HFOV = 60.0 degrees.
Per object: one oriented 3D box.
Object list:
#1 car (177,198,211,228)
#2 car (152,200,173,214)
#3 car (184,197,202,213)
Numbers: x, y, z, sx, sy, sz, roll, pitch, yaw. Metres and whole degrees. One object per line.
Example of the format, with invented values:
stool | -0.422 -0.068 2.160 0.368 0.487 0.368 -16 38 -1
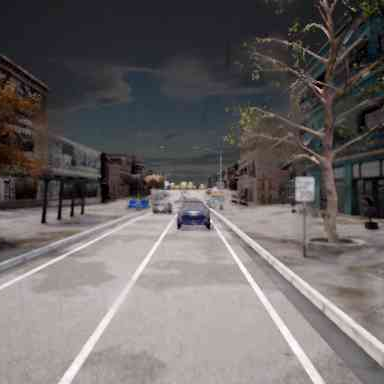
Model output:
car | 0.098 1.350 22.215 2.097 1.767 4.553 0 0 0
car | -3.093 1.571 35.492 2.128 1.511 4.902 0 -1 0
car | 0.097 1.495 39.893 2.097 1.767 4.553 0 -1 0
